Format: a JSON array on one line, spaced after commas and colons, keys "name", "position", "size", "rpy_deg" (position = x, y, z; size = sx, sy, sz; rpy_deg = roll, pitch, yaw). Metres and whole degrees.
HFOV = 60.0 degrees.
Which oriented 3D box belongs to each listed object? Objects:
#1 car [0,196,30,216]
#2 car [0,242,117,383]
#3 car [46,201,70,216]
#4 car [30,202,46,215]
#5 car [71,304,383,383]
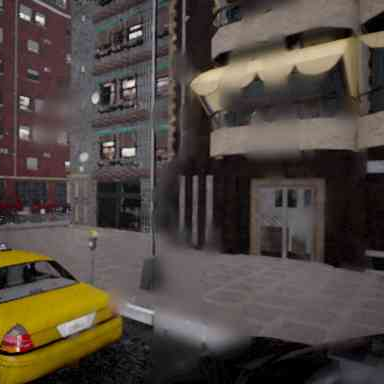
[{"name": "car", "position": [-18.109, 1.264, 30.441], "size": [2.192, 1.841, 5.009], "rpy_deg": [0, -1, 35]}, {"name": "car", "position": [-3.200, 1.469, 5.155], "size": [4.829, 1.417, 1.752], "rpy_deg": [1, 1, 35]}, {"name": "car", "position": [-12.075, 1.613, 34.452], "size": [1.837, 1.490, 4.892], "rpy_deg": [1, 0, 35]}, {"name": "car", "position": [-14.820, 1.597, 35.084], "size": [1.887, 1.381, 4.507], "rpy_deg": [0, -1, 35]}, {"name": "car", "position": [1.522, 1.569, 1.787], "size": [4.313, 1.339, 1.947], "rpy_deg": [1, 1, 35]}]
